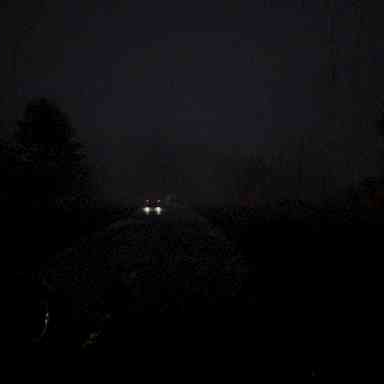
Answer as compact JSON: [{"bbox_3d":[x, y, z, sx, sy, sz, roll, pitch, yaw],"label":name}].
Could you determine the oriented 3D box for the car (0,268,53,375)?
[{"bbox_3d":[-3.150,1.563,3.530,1.994,1.385,4.181,0,0,-1],"label":"car"}]

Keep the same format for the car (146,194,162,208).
[{"bbox_3d":[-5.508,1.322,47.607,2.097,1.767,4.553,0,0,-5],"label":"car"}]

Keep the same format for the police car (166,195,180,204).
[{"bbox_3d":[-3.460,1.386,64.696,1.930,1.638,5.238,0,0,-8],"label":"police car"}]

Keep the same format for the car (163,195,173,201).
[{"bbox_3d":[-5.830,1.463,80.486,1.837,1.490,4.892,0,0,-9],"label":"car"}]

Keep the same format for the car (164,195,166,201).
[{"bbox_3d":[-4.875,1.485,74.533,1.812,1.442,4.674,0,0,-9],"label":"car"}]
